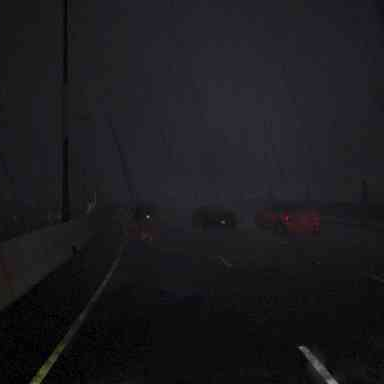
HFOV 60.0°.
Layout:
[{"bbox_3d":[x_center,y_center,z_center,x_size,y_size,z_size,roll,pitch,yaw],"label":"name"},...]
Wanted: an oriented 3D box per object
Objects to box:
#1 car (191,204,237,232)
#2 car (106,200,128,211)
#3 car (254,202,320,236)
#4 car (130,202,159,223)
[{"bbox_3d":[1.206,1.497,20.491,1.882,1.535,5.008,0,0,-11],"label":"car"},{"bbox_3d":[-9.512,1.674,41.902,1.895,1.301,4.718,0,0,-25],"label":"car"},{"bbox_3d":[5.128,1.358,18.523,2.097,1.767,4.553,0,0,-10],"label":"car"},{"bbox_3d":[-3.742,1.543,26.101,1.837,1.490,4.892,0,-1,-15],"label":"car"}]
